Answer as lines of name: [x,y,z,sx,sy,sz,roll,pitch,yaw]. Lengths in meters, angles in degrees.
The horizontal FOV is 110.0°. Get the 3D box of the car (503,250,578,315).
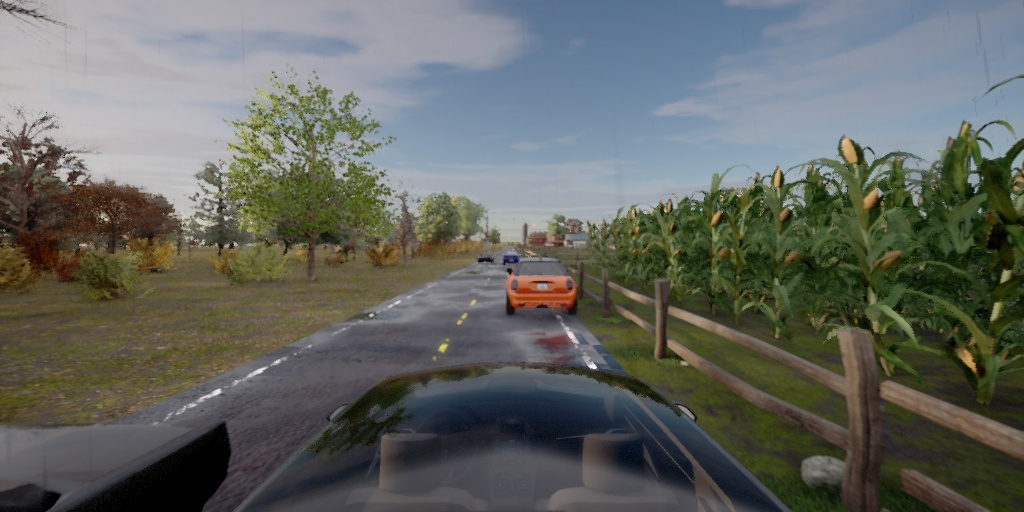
car: [0.871,0.816,12.235,2.097,1.767,4.553,0,2,1]

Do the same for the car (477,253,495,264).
car: [-2.956,0.259,41.394,1.895,1.301,4.718,0,2,0]

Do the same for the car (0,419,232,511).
car: [-2.847,1.393,0.190,1.895,1.301,4.718,0,2,0]

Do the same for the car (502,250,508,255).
car: [-0.035,0.174,39.966,1.882,1.535,5.008,0,2,0]
